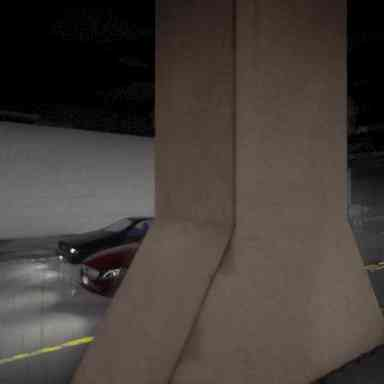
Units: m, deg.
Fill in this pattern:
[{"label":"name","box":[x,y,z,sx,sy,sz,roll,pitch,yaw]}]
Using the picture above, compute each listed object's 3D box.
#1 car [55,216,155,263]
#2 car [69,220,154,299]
[{"label":"car","box":[-1.701,1.548,11.381,5.357,1.411,2.033,0,0,-36]},{"label":"car","box":[-0.278,1.526,8.120,4.674,1.442,1.812,0,0,-36]}]
